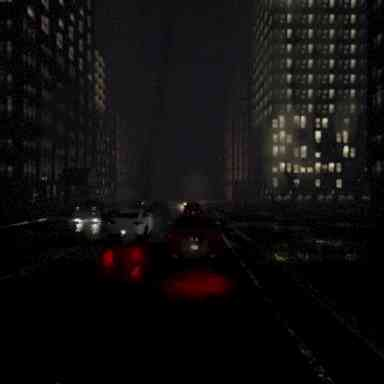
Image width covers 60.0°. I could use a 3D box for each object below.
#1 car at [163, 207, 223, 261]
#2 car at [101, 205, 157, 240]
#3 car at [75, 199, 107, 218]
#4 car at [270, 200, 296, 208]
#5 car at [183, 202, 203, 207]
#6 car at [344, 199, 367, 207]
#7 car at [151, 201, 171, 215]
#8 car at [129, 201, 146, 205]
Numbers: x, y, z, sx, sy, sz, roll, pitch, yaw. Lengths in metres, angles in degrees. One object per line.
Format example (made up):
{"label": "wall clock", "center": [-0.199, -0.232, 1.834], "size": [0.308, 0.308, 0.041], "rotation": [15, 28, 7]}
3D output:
{"label": "car", "center": [0.087, 1.547, 12.616], "size": [1.882, 1.535, 5.008], "rotation": [0, 0, 0]}
{"label": "car", "center": [-3.153, 1.622, 17.640], "size": [1.812, 1.442, 4.674], "rotation": [0, 0, 0]}
{"label": "car", "center": [-9.842, 1.530, 32.727], "size": [2.097, 1.767, 4.553], "rotation": [0, 0, 0]}
{"label": "car", "center": [15.927, 2.145, 57.970], "size": [4.403, 1.369, 2.008], "rotation": [1, 0, -1]}
{"label": "car", "center": [0.098, 1.706, 32.987], "size": [1.812, 1.442, 4.674], "rotation": [0, 0, 0]}
{"label": "car", "center": [32.757, 2.112, 66.687], "size": [4.097, 1.590, 1.967], "rotation": [1, 0, -1]}
{"label": "car", "center": [-3.151, 1.661, 33.565], "size": [1.882, 1.535, 5.008], "rotation": [0, 0, 0]}
{"label": "car", "center": [-6.578, 1.765, 39.736], "size": [2.033, 1.411, 5.357], "rotation": [0, 0, 0]}
